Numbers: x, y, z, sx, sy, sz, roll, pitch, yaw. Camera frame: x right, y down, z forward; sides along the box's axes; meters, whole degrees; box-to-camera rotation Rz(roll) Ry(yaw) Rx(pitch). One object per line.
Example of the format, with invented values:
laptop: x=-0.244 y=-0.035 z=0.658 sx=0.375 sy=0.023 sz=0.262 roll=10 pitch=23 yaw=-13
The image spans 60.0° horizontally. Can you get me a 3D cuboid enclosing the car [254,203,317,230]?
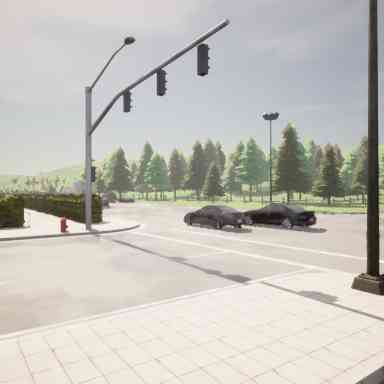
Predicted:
car: x=5.492 y=1.477 z=21.396 sx=1.882 sy=1.535 sz=5.008 roll=0 pitch=0 yaw=-37

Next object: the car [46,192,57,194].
car: x=-24.883 y=1.225 z=58.763 sx=2.150 sy=2.045 sz=5.566 roll=0 pitch=0 yaw=-34

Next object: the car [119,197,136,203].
car: x=-13.108 y=1.601 z=66.513 sx=1.895 sy=1.301 sz=4.718 roll=0 pitch=0 yaw=-35

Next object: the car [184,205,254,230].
car: x=1.383 y=1.526 z=21.027 sx=1.812 sy=1.442 sz=4.674 roll=0 pitch=0 yaw=-37

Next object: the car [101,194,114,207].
car: x=-13.751 y=1.490 z=48.898 sx=2.128 sy=1.511 sz=4.902 roll=0 pitch=0 yaw=-35

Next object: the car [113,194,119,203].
car: x=-16.747 y=1.601 z=65.616 sx=1.895 sy=1.301 sz=4.718 roll=0 pitch=0 yaw=-34
